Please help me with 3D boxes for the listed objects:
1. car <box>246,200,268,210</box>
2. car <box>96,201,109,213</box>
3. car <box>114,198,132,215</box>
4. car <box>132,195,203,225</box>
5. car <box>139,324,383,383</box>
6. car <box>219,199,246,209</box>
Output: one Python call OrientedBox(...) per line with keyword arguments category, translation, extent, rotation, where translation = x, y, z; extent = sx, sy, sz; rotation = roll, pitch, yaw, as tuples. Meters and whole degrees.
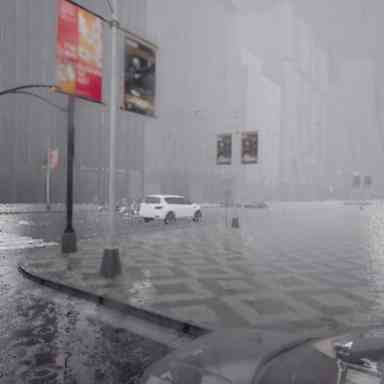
OrientedBox(category="car", translation=(9.919, 1.980, 51.435), extent=(2.033, 1.411, 5.357), rotation=(1, 0, 36))
OrientedBox(category="car", translation=(-7.272, 1.379, 33.201), extent=(2.128, 1.511, 4.902), rotation=(1, 0, 36))
OrientedBox(category="car", translation=(-4.749, 1.442, 31.143), extent=(2.128, 1.511, 4.902), rotation=(1, 0, 36))
OrientedBox(category="car", translation=(-1.444, 1.255, 24.426), extent=(2.150, 2.045, 5.566), rotation=(1, 0, 36))
OrientedBox(category="car", translation=(1.519, 1.556, 1.882), extent=(4.403, 1.369, 2.008), rotation=(2, 1, 35))
OrientedBox(category="car", translation=(6.057, 1.849, 51.658), extent=(1.812, 1.442, 4.674), rotation=(1, 0, 36))
